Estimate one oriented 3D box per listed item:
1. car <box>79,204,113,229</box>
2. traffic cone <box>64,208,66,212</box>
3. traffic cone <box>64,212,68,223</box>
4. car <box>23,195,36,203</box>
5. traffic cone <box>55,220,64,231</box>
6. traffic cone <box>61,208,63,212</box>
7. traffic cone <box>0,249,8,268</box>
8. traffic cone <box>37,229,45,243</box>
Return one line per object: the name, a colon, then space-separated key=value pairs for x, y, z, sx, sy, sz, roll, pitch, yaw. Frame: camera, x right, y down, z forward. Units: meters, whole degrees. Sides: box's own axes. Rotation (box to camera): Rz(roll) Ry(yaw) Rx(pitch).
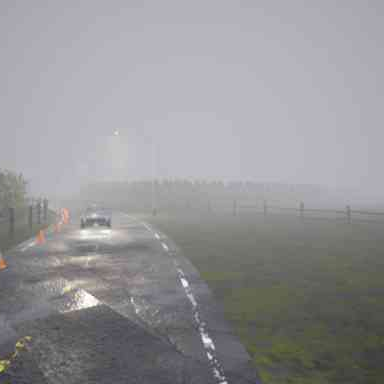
car: x=-6.278 y=1.522 z=21.801 sx=2.033 sy=1.411 sz=5.357 roll=0 pitch=0 yaw=-16
traffic cone: x=-10.815 y=1.921 z=28.690 sx=0.340 sy=0.580 sz=0.340 roll=0 pitch=0 yaw=-21
traffic cone: x=-9.199 y=1.928 z=24.086 sx=0.340 sy=0.580 sz=0.340 roll=0 pitch=0 yaw=-18
car: x=-33.377 y=1.398 z=67.513 sx=4.892 sy=1.490 sz=1.837 roll=0 pitch=0 yaw=45
traffic cone: x=-7.810 y=1.935 z=19.409 sx=0.340 sy=0.580 sz=0.340 roll=0 pitch=0 yaw=-15
traffic cone: x=-12.652 y=1.915 z=33.209 sx=0.340 sy=0.580 sz=0.340 roll=0 pitch=0 yaw=-24
traffic cone: x=-5.723 y=1.947 z=9.881 sx=0.340 sy=0.580 sz=0.340 roll=0 pitch=0 yaw=-10
traffic cone: x=-6.650 y=1.942 z=14.671 sx=0.340 sy=0.580 sz=0.340 roll=0 pitch=0 yaw=-12
